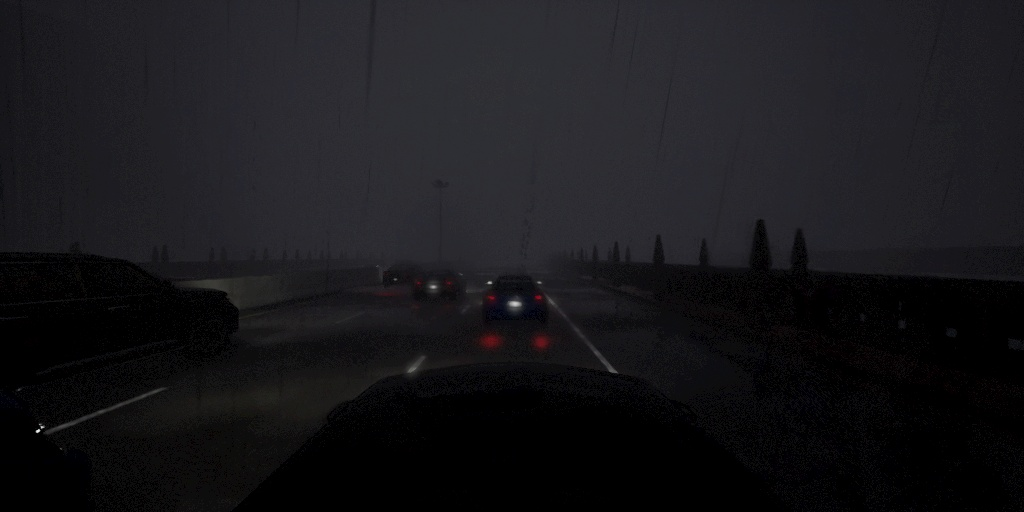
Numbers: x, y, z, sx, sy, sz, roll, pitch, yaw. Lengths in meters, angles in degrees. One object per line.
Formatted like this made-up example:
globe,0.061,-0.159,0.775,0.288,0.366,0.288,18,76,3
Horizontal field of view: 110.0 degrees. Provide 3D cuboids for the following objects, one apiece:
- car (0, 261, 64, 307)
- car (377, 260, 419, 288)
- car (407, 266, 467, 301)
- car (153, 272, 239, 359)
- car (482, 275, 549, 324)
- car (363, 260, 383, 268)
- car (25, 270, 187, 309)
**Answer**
car,-21.096,1.102,13.771,2.097,1.767,4.553,0,0,0
car,-6.898,1.228,23.682,1.882,1.535,5.008,0,0,0
car,-3.399,1.314,17.513,1.994,1.385,4.181,0,0,0
car,-6.900,0.972,5.248,2.150,2.045,5.566,0,0,0
car,0.100,1.314,11.978,1.994,1.385,4.181,0,0,0
car,-20.458,1.297,54.120,2.033,1.411,5.357,0,0,2
car,-17.597,1.351,16.005,1.895,1.301,4.718,0,0,0
